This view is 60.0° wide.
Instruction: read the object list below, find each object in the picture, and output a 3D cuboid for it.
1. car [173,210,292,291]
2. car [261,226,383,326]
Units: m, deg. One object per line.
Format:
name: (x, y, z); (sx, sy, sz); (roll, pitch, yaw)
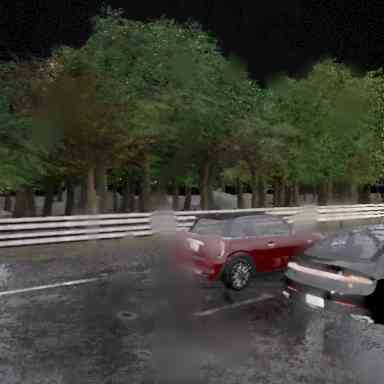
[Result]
car: (1.818, 1.348, 9.205); (4.553, 1.767, 2.097); (0, 0, -35)
car: (3.928, 1.491, 6.587); (4.902, 1.511, 2.128); (0, 0, -34)
